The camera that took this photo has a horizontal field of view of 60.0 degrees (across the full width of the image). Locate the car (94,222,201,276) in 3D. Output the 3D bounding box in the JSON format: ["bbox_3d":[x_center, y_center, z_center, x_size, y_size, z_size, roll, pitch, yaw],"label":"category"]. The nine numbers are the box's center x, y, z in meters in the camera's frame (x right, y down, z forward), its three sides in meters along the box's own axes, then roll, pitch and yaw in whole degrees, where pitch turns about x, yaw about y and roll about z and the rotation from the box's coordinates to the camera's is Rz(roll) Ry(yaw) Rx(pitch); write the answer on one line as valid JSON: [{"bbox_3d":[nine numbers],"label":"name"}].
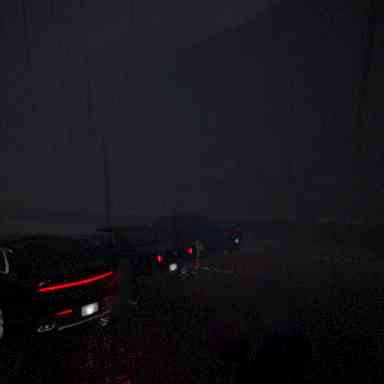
[{"bbox_3d":[-2.284,1.674,9.921,4.718,1.301,1.895,-1,0,36],"label":"car"}]

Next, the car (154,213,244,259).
[{"bbox_3d":[-0.463,1.552,12.921,5.008,1.535,1.882,-1,0,35],"label":"car"}]

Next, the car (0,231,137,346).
[{"bbox_3d":[-3.539,1.570,6.517,4.892,1.490,1.837,-1,0,36],"label":"car"}]
